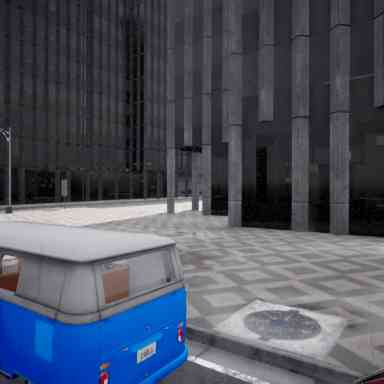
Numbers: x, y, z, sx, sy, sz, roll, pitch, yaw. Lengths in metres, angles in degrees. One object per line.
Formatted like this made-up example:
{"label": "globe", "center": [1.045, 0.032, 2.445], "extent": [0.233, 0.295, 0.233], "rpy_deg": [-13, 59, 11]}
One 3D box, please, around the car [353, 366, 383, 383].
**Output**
{"label": "car", "center": [2.548, 1.440, 1.149], "extent": [4.097, 1.590, 1.967], "rpy_deg": [0, 0, 35]}

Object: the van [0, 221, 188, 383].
{"label": "van", "center": [-1.953, 1.341, 4.353], "extent": [3.998, 1.788, 1.690], "rpy_deg": [0, 0, 35]}
